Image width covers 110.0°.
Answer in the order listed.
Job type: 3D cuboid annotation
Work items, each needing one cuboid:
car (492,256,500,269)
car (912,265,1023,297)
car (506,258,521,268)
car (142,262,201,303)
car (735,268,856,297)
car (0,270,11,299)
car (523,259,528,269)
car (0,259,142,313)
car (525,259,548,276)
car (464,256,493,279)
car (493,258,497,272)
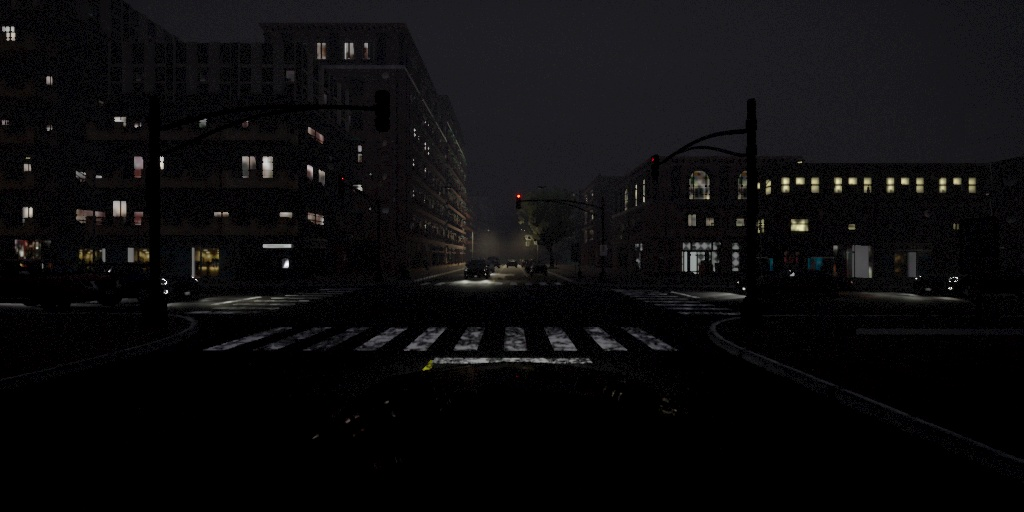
[{"bbox_3d":[-3.080,1.029,58.096,2.150,2.045,5.566,0,1,0],"label":"car"},{"bbox_3d":[24.524,1.219,19.206,4.553,1.767,2.097,0,0,0],"label":"car"},{"bbox_3d":[0.003,1.319,63.198,2.128,1.511,4.902,0,0,0],"label":"car"},{"bbox_3d":[-16.526,1.053,15.739,4.553,1.767,2.097,0,0,-1],"label":"car"},{"bbox_3d":[15.025,1.372,19.140,5.357,1.411,2.033,0,0,0],"label":"car"},{"bbox_3d":[-25.582,1.274,15.653,4.718,1.301,1.895,0,0,0],"label":"car"},{"bbox_3d":[2.693,1.228,42.538,1.967,1.591,4.097,0,0,0],"label":"car"},{"bbox_3d":[-17.276,1.013,13.123,5.009,1.841,2.192,0,0,0],"label":"car"},{"bbox_3d":[2.692,1.330,36.841,2.007,1.370,4.403,0,0,0],"label":"car"},{"bbox_3d":[-3.070,1.124,32.300,2.097,1.767,4.553,0,0,-1],"label":"car"},{"bbox_3d":[-3.095,1.316,43.593,1.812,1.442,4.674,0,0,0],"label":"car"}]
